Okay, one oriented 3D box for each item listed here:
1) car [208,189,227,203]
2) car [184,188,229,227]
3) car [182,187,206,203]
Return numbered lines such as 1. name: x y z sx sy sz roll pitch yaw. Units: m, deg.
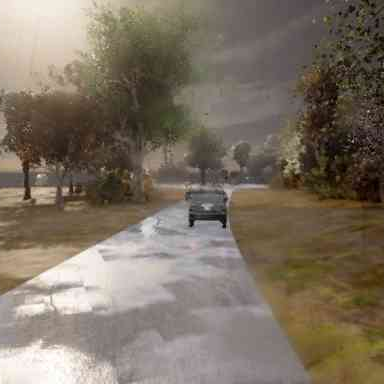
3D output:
1. car: 3.015 0.393 38.238 1.994 1.385 4.181 1 3 7
2. car: 1.035 0.871 20.348 2.150 2.045 5.566 0 2 5
3. car: 0.309 0.256 39.576 2.128 1.511 4.902 2 3 7
